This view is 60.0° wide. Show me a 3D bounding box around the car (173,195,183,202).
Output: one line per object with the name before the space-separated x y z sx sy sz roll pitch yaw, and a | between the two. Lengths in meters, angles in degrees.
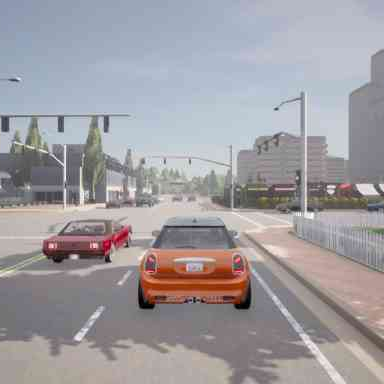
car | -3.528 1.513 77.670 1.812 1.442 4.674 0 0 0

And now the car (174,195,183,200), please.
car | -3.531 1.424 87.625 1.994 1.385 4.181 0 0 0

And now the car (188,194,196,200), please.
car | -0.031 1.397 87.628 2.128 1.511 4.902 0 0 0

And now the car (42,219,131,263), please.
car | -3.420 1.601 11.911 1.895 1.301 4.718 0 0 0

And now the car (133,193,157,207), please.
car | -7.114 1.221 51.077 2.150 2.045 5.566 0 0 1

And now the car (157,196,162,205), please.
car | -7.093 1.564 60.483 1.994 1.385 4.181 0 0 0

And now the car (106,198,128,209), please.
car | -10.614 1.564 46.251 1.994 1.385 4.181 0 0 0

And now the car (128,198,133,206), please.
car | -10.605 1.601 55.013 1.895 1.301 4.718 0 0 0

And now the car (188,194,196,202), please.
car | -0.028 1.531 77.353 2.033 1.411 5.357 0 0 0

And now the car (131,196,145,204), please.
car | -10.569 1.564 64.961 1.994 1.385 4.181 0 0 0

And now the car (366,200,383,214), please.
car | 20.903 1.477 34.917 5.008 1.535 1.882 0 0 -2

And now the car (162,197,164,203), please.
car | -7.025 1.524 70.808 1.812 1.442 4.674 0 0 0

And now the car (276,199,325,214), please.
car | 11.259 1.491 34.676 4.902 1.511 2.128 0 0 -1

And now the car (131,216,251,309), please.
car | 0.061 1.352 8.017 2.097 1.767 4.553 0 0 0
